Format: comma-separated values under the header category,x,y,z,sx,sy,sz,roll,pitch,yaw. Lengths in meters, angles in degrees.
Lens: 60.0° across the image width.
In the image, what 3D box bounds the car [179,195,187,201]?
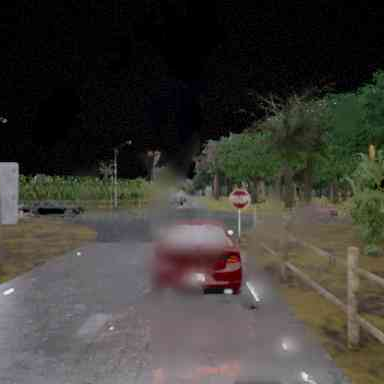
category,x,y,z,sx,sy,sz,roll,pitch,yaw
car,-2.126,1.408,83.431,1.812,1.442,4.674,0,0,1

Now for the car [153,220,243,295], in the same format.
category,x,y,z,sx,sy,sz,roll,pitch,yaw
car,0.120,1.464,8.743,1.882,1.535,5.008,0,0,0

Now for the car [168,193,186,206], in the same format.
category,x,y,z,sx,sy,sz,roll,pitch,yaw
car,-2.495,1.148,52.451,2.150,2.045,5.566,0,0,1

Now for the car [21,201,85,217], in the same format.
category,x,y,z,sx,sy,sz,roll,pitch,yaw
car,-11.502,1.394,27.832,4.718,1.301,1.895,1,-1,0

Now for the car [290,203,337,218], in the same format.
category,x,y,z,sx,sy,sz,roll,pitch,yaw
car,11.525,1.746,31.688,4.181,1.385,1.994,1,-1,5
